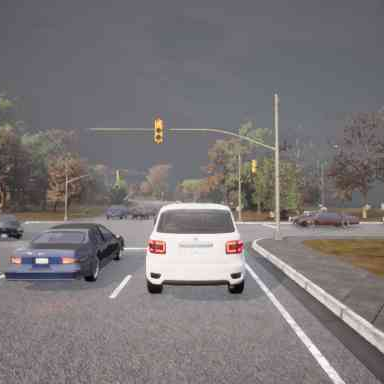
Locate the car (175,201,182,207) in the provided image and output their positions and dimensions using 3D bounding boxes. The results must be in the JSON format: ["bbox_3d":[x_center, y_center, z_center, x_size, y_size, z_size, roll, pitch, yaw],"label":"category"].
[{"bbox_3d":[-3.564,3.105,87.467,1.882,1.535,5.008,0,0,-3],"label":"car"}]

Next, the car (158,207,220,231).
[{"bbox_3d":[-0.164,2.031,25.485,4.553,1.767,2.097,0,-3,2],"label":"car"}]

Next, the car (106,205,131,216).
[{"bbox_3d":[-10.592,2.815,47.182,2.150,2.045,5.566,0,-2,-2],"label":"car"}]

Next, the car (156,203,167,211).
[{"bbox_3d":[-6.974,3.391,75.968,2.033,1.411,5.357,0,0,0],"label":"car"}]

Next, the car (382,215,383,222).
[{"bbox_3d":[21.429,2.510,33.030,4.902,1.511,2.128,0,-3,-3],"label":"car"}]

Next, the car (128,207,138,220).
[{"bbox_3d":[-7.071,3.150,45.821,1.895,1.301,4.718,0,-2,-1],"label":"car"}]

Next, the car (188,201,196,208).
[{"bbox_3d":[-0.088,3.299,87.819,1.837,1.490,4.892,0,0,-3],"label":"car"}]

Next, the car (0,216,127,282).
[{"bbox_3d":[-3.414,1.665,10.057,2.033,1.411,5.357,0,-1,0],"label":"car"}]

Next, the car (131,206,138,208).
[{"bbox_3d":[-10.558,3.377,57.475,2.033,1.411,5.357,0,-1,1],"label":"car"}]

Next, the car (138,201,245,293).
[{"bbox_3d":[0.086,1.321,9.202,2.150,2.045,5.566,0,-1,0],"label":"car"}]

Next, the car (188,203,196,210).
[{"bbox_3d":[0.026,3.343,77.667,1.837,1.490,4.892,0,0,0],"label":"car"}]

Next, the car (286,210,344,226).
[{"bbox_3d":[12.007,2.493,32.670,4.902,1.511,2.128,0,-3,-1],"label":"car"}]

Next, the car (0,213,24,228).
[{"bbox_3d":[-10.979,1.952,19.253,2.033,1.411,5.357,2,-3,-32],"label":"car"}]

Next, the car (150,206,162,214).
[{"bbox_3d":[-7.018,3.490,65.271,1.895,1.301,4.718,0,0,1],"label":"car"}]

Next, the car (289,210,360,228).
[{"bbox_3d":[11.726,2.391,29.155,5.357,1.411,2.033,0,-3,-1],"label":"car"}]

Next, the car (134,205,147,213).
[{"bbox_3d":[-10.487,3.490,67.758,1.895,1.301,4.718,0,0,0],"label":"car"}]

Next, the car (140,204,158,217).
[{"bbox_3d":[-7.071,3.015,55.349,2.150,2.045,5.566,0,-1,0],"label":"car"}]
